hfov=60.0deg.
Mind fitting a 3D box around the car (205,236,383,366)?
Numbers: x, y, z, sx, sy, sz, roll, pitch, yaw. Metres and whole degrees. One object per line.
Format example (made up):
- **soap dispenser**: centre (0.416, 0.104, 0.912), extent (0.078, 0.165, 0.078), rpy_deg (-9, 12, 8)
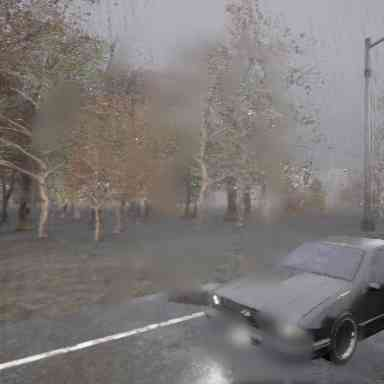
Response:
- **car**: centre (2.832, 1.555, 6.011), extent (5.357, 1.411, 2.033), rpy_deg (0, 0, -35)
